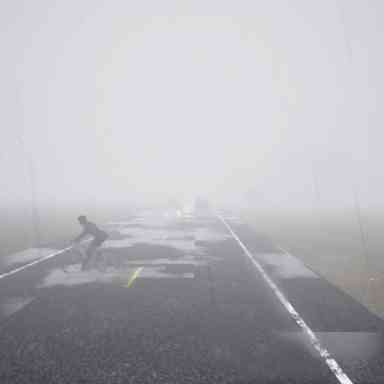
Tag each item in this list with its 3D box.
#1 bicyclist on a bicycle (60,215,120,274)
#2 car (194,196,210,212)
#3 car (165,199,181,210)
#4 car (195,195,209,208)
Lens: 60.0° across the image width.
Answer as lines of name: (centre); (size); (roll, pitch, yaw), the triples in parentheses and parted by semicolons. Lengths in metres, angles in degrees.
bicyclist on a bicycle: (-2.799, 1.453, 9.048); (1.656, 1.620, 0.582); (-2, 0, 2)
car: (1.157, 1.540, 38.680); (2.033, 1.411, 5.357); (0, 0, 2)
car: (-2.412, 1.593, 42.901); (1.895, 1.301, 4.718); (0, 0, 2)
car: (1.488, 1.344, 49.991); (2.097, 1.767, 4.553); (0, 0, 2)
